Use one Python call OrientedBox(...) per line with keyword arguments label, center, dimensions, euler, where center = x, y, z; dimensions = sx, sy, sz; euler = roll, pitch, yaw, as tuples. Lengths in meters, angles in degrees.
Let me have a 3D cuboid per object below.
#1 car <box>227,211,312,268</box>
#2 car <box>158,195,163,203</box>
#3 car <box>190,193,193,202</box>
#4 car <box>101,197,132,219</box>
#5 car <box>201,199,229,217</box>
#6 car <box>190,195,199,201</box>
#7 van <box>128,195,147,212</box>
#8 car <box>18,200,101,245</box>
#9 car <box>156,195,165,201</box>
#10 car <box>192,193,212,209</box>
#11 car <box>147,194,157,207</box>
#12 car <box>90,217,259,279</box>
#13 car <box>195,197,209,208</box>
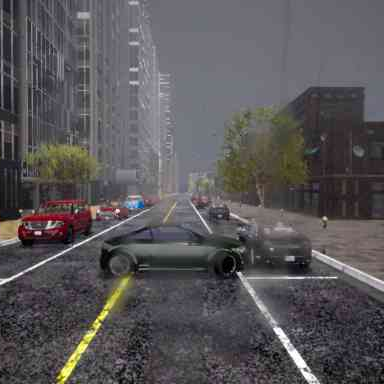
OrientedBox(label="car", center=(2.561, 1.548, 11.105), dimensions=(2.008, 1.369, 4.403), euler=(-1, 0, -1))
OrientedBox(label="car", center=(-7.350, 1.522, 66.227), dimensions=(1.887, 1.381, 4.507), euler=(-1, 0, -1))
OrientedBox(label="car", center=(0.883, 1.291, 71.962), dimensions=(2.192, 1.841, 5.009), euler=(-1, 0, -1))
OrientedBox(label="car", center=(-6.362, 1.432, 26.768), dimensions=(1.967, 1.590, 4.097), euler=(-1, 0, -1))
OrientedBox(label="car", center=(2.041, 1.543, 26.964), dimensions=(2.008, 1.369, 4.403), euler=(-1, 0, -1))
OrientedBox(label="car", center=(0.607, 1.537, 83.027), dimensions=(1.947, 1.339, 4.313), euler=(-1, 0, -1))
OrientedBox(label="van", center=(-6.651, 1.329, 38.562), dimensions=(1.690, 1.788, 3.998), euler=(-1, 0, -1))
OrientedBox(label="car", center=(-6.174, 1.310, 15.700), dimensions=(2.192, 1.841, 5.009), euler=(-1, 0, -1))
OrientedBox(label="car", center=(-7.768, 1.497, 82.656), dimensions=(1.752, 1.417, 4.829), euler=(-1, 0, -1))
OrientedBox(label="car", center=(1.585, 1.301, 44.298), dimensions=(2.192, 1.841, 5.009), euler=(-1, 0, -1))
OrientedBox(label="car", center=(-6.932, 1.299, 49.627), dimensions=(2.192, 1.841, 5.009), euler=(-1, 0, -1))
OrientedBox(label="car", center=(-0.457, 1.557, 9.504), dimensions=(4.181, 1.385, 1.994), euler=(0, 0, -1))
OrientedBox(label="car", center=(1.444, 1.509, 50.000), dimensions=(1.752, 1.417, 4.829), euler=(-1, 0, -1))
